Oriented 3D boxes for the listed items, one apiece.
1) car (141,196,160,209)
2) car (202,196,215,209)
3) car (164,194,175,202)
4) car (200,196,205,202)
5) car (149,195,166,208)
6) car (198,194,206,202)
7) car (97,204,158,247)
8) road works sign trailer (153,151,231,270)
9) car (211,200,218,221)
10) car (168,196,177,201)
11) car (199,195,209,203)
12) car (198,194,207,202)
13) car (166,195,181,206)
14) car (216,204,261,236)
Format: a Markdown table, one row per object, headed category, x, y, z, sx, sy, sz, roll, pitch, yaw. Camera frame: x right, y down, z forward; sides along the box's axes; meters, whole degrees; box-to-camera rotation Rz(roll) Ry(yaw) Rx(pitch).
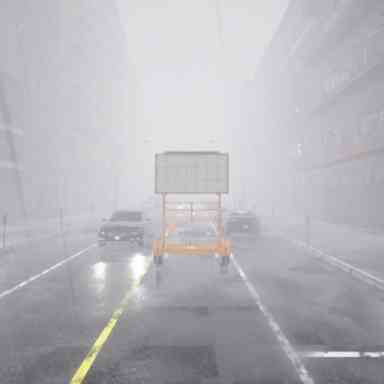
| category | x | y | z | sx | sy | sz | roll | pitch | yaw |
| --- | --- | --- | --- | --- | --- | --- | --- | --- | --- |
| car | -5.276 | 1.561 | 40.308 | 1.752 | 1.417 | 4.829 | 2 | 0 | 0 |
| car | 2.603 | 1.580 | 40.411 | 1.887 | 1.381 | 4.507 | 1 | 0 | 0 |
| car | -5.252 | 1.460 | 79.191 | 2.192 | 1.841 | 5.009 | 1 | 0 | 0 |
| car | 2.606 | 1.596 | 45.943 | 2.008 | 1.369 | 4.403 | 1 | 0 | 0 |
| car | -5.268 | 1.361 | 46.010 | 2.192 | 1.841 | 5.009 | 2 | 0 | 0 |
| car | 2.615 | 1.632 | 62.535 | 1.887 | 1.381 | 4.507 | 1 | 0 | 0 |
| car | -2.843 | 1.506 | 15.052 | 1.837 | 1.490 | 4.892 | 0 | 0 | 0 |
| road works sign trailer | -0.005 | 0.465 | 10.977 | 2.380 | 3.560 | 2.880 | 0 | 0 | 0 |
| car | 2.596 | 1.535 | 23.991 | 1.752 | 1.417 | 4.829 | 1 | 0 | 0 |
| car | -5.253 | 1.756 | 90.253 | 1.947 | 1.339 | 4.313 | 1 | 0 | 0 |
| car | 2.630 | 1.565 | 73.597 | 1.967 | 1.590 | 4.097 | 1 | 0 | 0 |
| car | 2.596 | 1.481 | 84.659 | 2.192 | 1.841 | 5.009 | 1 | 0 | 0 |
| car | -2.811 | 1.615 | 55.949 | 2.033 | 1.411 | 5.357 | 0 | 0 | 0 |
| car | 2.593 | 1.549 | 18.289 | 1.887 | 1.381 | 4.507 | 1 | 0 | 0 |
